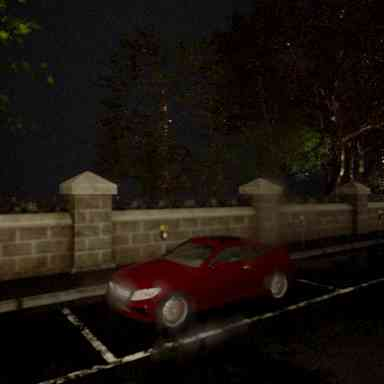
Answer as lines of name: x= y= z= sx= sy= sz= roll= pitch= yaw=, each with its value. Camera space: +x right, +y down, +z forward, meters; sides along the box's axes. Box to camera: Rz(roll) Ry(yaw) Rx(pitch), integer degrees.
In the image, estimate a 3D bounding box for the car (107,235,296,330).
car: x=0.394 y=1.587 z=6.842 sx=4.206 sy=1.307 sz=1.802 roll=0 pitch=0 yaw=-36
